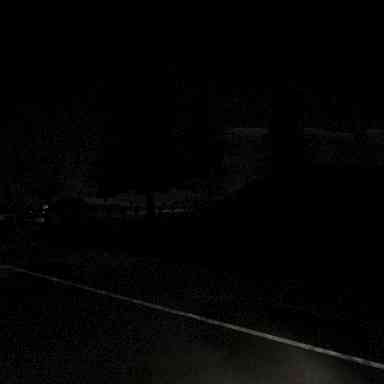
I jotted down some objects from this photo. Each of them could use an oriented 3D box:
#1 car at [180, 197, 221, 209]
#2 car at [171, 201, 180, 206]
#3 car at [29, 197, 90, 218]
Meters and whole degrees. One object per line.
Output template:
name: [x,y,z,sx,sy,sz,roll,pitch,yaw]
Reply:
car: [1.448,1.415,41.406,4.902,1.511,2.128,0,0,-36]
car: [-0.210,1.457,44.608,5.357,1.411,2.033,0,0,-36]
car: [-11.435,1.260,29.394,2.097,1.767,4.553,0,0,41]
